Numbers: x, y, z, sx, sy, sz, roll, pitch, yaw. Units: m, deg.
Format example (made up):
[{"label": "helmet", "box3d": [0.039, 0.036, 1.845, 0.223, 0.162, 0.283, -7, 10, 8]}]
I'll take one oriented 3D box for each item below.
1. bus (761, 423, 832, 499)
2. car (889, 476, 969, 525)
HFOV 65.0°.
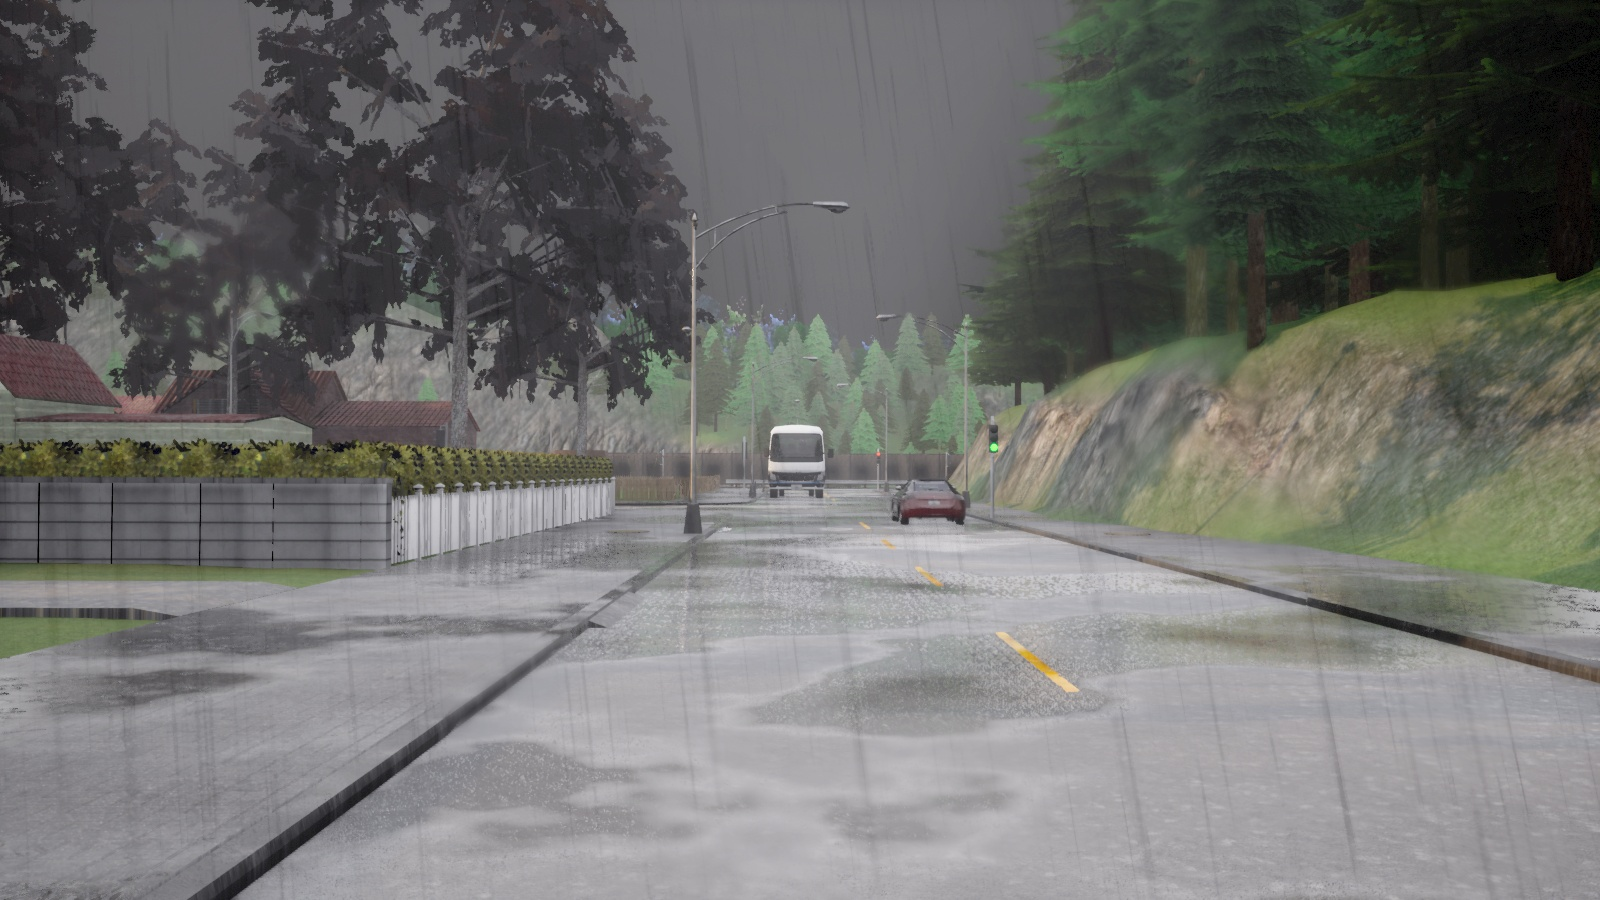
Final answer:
[{"label": "bus", "box3d": [-0.192, 0.698, 75.175, 3.944, 4.253, 10.273, 0, -1, 0]}, {"label": "car", "box3d": [3.905, 1.509, 38.569, 1.994, 1.385, 4.181, 0, -1, 0]}]
